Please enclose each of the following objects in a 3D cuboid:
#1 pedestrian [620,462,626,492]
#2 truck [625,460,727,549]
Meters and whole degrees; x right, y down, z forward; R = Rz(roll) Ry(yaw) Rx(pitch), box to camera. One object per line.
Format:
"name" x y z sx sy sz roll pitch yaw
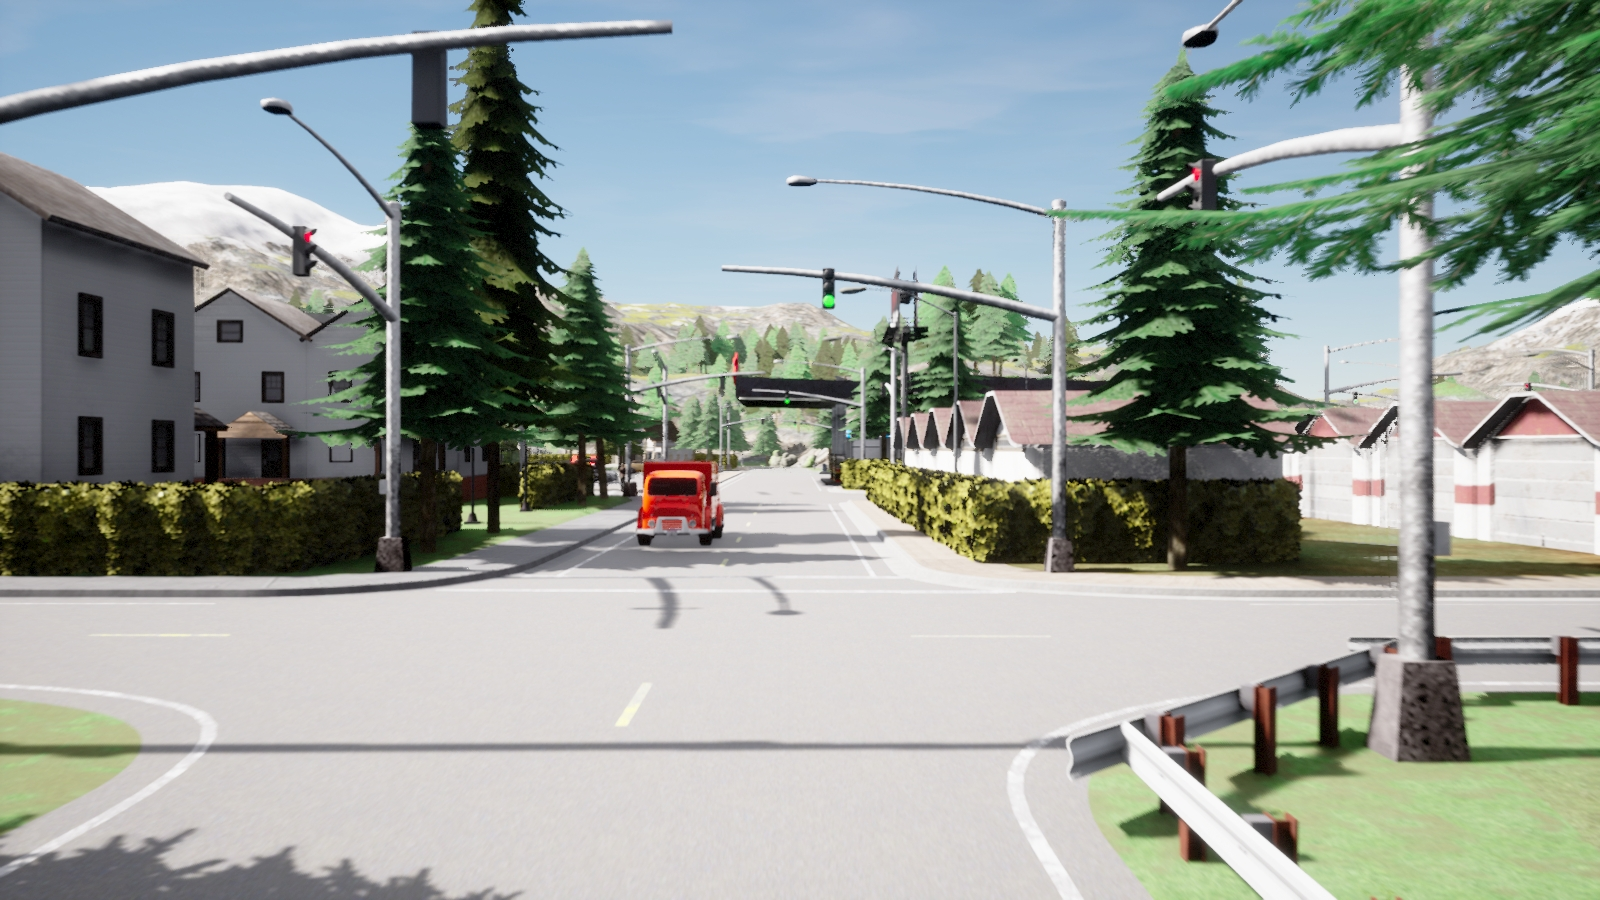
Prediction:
"pedestrian" -10.798 1.651 69.673 0.375 1.860 0.375 0 0 -13
"truck" -3.687 1.563 35.036 2.627 2.467 5.204 0 0 -1
